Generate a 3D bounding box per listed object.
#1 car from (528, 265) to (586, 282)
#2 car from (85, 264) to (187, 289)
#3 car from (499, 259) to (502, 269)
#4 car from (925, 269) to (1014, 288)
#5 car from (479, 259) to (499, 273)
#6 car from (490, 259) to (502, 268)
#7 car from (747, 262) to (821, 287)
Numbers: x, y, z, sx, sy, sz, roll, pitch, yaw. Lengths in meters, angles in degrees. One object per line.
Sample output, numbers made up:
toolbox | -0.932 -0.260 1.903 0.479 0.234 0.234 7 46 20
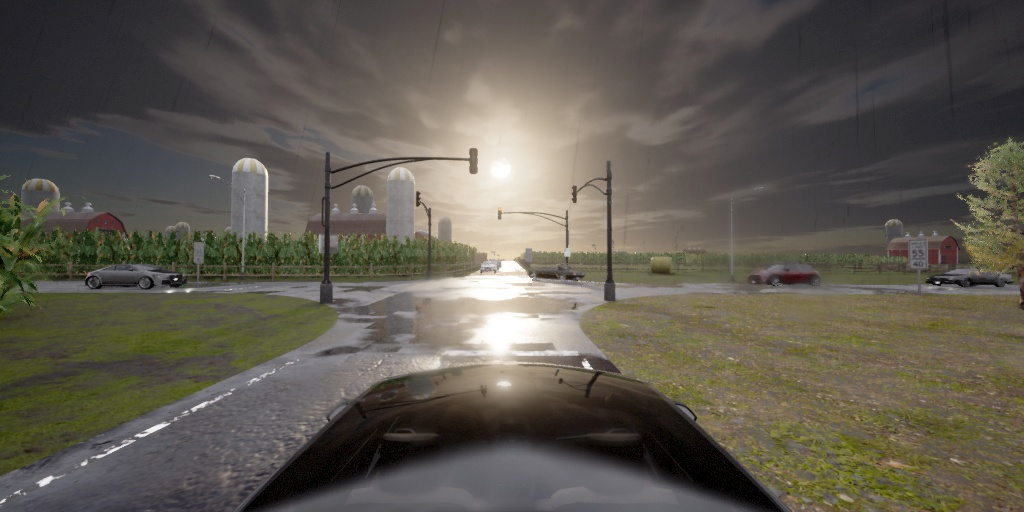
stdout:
car | 3.600 1.412 29.737 4.718 1.301 1.895 1 0 43
car | -20.968 1.118 20.125 4.181 1.385 1.994 0 -1 -3
car | -2.861 1.329 53.510 1.812 1.442 4.674 0 0 0
car | 35.151 1.680 27.587 5.357 1.411 2.033 1 -1 -4
car | -2.807 1.314 43.480 1.812 1.442 4.674 0 0 -1
car | -2.872 1.302 64.494 1.882 1.535 5.008 0 0 0
car | 19.972 1.341 26.475 4.553 1.767 2.097 0 -1 -4
